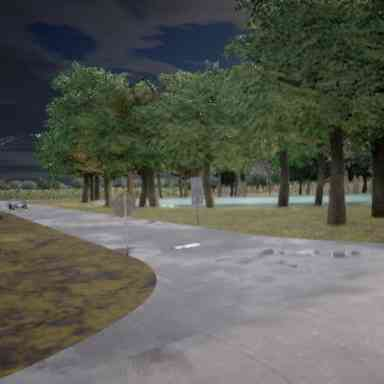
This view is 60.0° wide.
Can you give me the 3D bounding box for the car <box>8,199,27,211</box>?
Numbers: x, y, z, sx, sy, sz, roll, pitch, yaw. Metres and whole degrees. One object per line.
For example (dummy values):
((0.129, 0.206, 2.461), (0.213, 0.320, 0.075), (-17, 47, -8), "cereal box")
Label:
((-24.222, 1.688, 46.121), (2.128, 1.511, 4.902), (-3, 2, -36), "car")
